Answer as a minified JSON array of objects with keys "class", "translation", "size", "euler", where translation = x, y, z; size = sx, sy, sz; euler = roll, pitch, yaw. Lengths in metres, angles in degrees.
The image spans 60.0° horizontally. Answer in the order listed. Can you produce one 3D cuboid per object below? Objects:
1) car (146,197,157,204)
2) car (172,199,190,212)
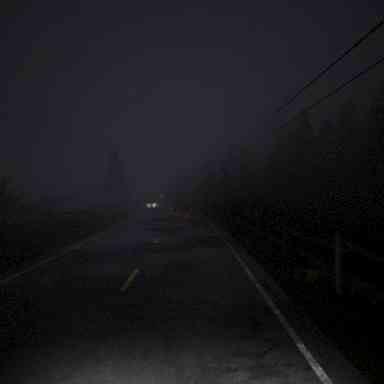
[{"class":"car","translation":[-8.121,1.663,66.476],"size":[2.128,1.511,4.902],"euler":[0,0,-10]},{"class":"car","translation":[-1.330,1.584,40.137],"size":[2.128,1.511,4.902],"euler":[0,0,-5]}]
